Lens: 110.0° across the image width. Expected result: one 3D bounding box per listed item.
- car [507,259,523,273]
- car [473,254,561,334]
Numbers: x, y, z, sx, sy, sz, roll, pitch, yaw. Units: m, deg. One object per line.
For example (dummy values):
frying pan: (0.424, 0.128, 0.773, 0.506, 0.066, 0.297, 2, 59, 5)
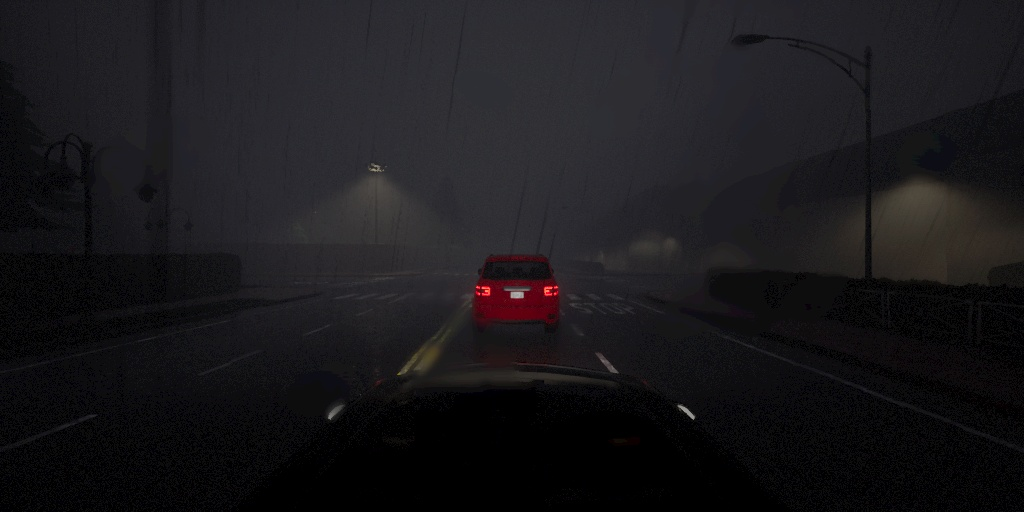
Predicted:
car: (0.361, 1.228, 45.613, 1.882, 1.535, 5.008, 0, 0, 1)
car: (0.122, 0.971, 10.760, 2.150, 2.045, 5.566, 0, 0, 0)
